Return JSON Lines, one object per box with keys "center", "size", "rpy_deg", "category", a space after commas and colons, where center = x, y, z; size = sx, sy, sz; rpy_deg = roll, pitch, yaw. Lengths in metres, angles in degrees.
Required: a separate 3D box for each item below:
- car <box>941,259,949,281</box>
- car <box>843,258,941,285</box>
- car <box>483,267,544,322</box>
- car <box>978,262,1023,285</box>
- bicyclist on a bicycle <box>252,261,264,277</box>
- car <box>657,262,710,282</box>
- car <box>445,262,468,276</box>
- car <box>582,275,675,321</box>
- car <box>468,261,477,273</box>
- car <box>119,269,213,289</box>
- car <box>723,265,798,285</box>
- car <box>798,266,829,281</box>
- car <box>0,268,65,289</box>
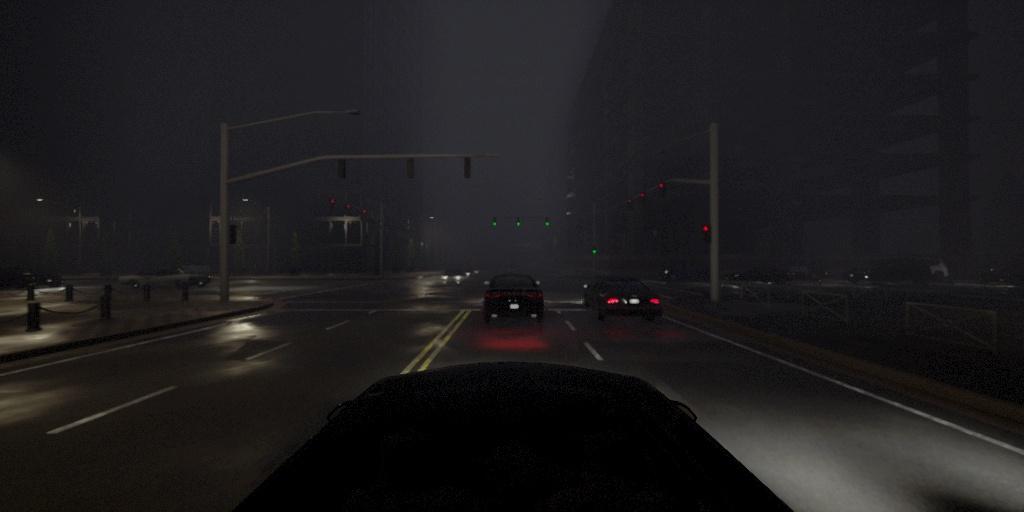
{"center": [34.879, 1.208, 31.666], "size": [5.566, 2.045, 2.150], "rpy_deg": [0, -1, 0], "category": "car"}
{"center": [29.412, 1.174, 28.148], "size": [5.566, 2.045, 2.150], "rpy_deg": [0, -1, 0], "category": "car"}
{"center": [0.008, 1.333, 12.860], "size": [1.882, 1.535, 5.008], "rpy_deg": [0, -1, -1], "category": "car"}
{"center": [39.904, 1.430, 28.167], "size": [5.008, 1.535, 1.882], "rpy_deg": [0, -1, 0], "category": "car"}
{"center": [-25.419, 1.325, 35.905], "size": [0.582, 1.620, 1.656], "rpy_deg": [0, 0, 0], "category": "bicyclist on a bicycle"}
{"center": [15.220, 1.337, 31.616], "size": [4.553, 1.767, 2.097], "rpy_deg": [0, -1, 0], "category": "car"}
{"center": [-7.108, 1.647, 45.086], "size": [1.882, 1.535, 5.008], "rpy_deg": [0, -1, 0], "category": "car"}
{"center": [3.774, 1.406, 13.067], "size": [2.033, 1.411, 5.357], "rpy_deg": [0, 0, 4], "category": "car"}
{"center": [-7.099, 1.819, 55.598], "size": [2.033, 1.411, 5.357], "rpy_deg": [0, -1, 0], "category": "car"}
{"center": [-22.955, 1.510, 23.940], "size": [4.718, 1.301, 1.895], "rpy_deg": [0, -1, 0], "category": "car"}
{"center": [19.146, 1.477, 28.087], "size": [4.674, 1.442, 1.812], "rpy_deg": [0, -1, 0], "category": "car"}
{"center": [24.689, 1.533, 31.629], "size": [5.357, 1.411, 2.033], "rpy_deg": [0, -1, 0], "category": "car"}
{"center": [-32.923, 1.473, 23.972], "size": [4.181, 1.385, 1.994], "rpy_deg": [0, -1, -1], "category": "car"}
